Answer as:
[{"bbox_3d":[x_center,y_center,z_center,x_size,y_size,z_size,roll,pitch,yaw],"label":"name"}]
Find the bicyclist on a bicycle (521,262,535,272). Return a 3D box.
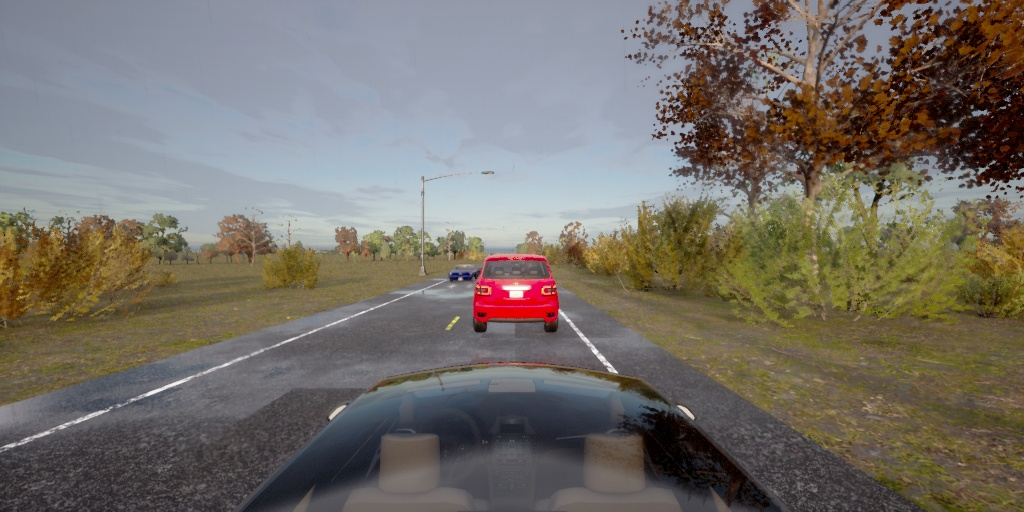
[{"bbox_3d":[0.935,1.114,18.621,0.659,1.776,1.843,0,0,0],"label":"bicyclist on a bicycle"}]

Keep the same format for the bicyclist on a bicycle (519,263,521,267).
[{"bbox_3d":[0.891,1.111,28.634,0.659,1.776,1.843,0,0,0],"label":"bicyclist on a bicycle"}]

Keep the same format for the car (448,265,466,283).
[{"bbox_3d":[-3.669,1.342,27.711,1.895,1.301,4.718,0,0,0],"label":"car"}]

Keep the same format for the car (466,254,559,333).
[{"bbox_3d":[0.087,0.968,10.915,2.150,2.045,5.566,0,0,0],"label":"car"}]
